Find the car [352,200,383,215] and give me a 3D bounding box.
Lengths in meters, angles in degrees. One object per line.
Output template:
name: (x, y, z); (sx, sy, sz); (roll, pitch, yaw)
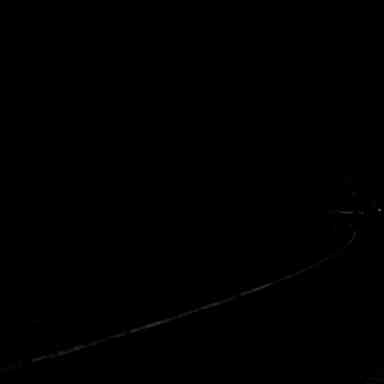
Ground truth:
car: (17.970, 1.550, 33.857); (1.812, 1.442, 4.674); (1, -1, 4)
